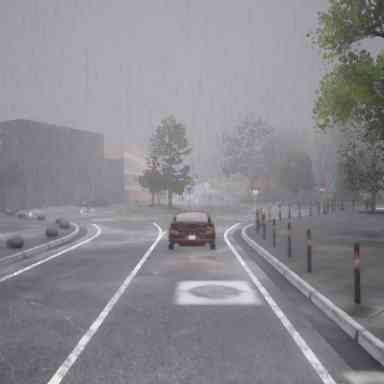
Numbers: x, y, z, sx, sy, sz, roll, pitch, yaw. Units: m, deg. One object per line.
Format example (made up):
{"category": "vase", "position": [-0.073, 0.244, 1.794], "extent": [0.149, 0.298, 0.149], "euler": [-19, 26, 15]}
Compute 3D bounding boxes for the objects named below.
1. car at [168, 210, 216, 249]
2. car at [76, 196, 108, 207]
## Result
{"category": "car", "position": [0.000, 1.517, 14.653], "extent": [1.882, 1.535, 5.008], "euler": [0, 0, 0]}
{"category": "car", "position": [-13.864, 1.367, 46.263], "extent": [1.837, 1.490, 4.892], "euler": [0, 0, 28]}
